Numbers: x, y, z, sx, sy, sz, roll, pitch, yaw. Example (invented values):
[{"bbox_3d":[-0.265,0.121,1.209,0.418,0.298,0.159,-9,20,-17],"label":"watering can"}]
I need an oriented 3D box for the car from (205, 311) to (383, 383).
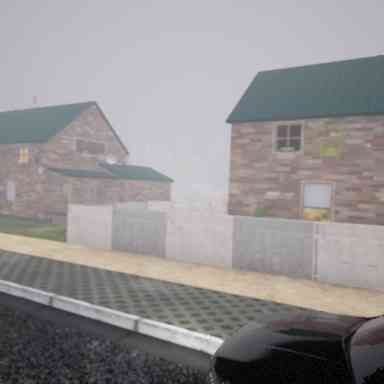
[{"bbox_3d":[2.414,1.553,2.176,4.892,1.490,1.837,2,1,30],"label":"car"}]
